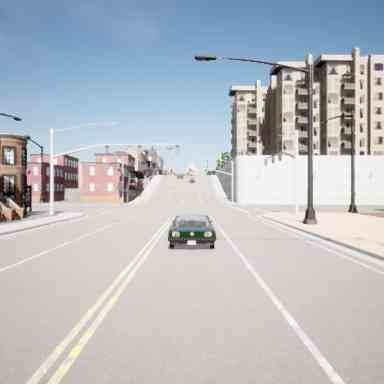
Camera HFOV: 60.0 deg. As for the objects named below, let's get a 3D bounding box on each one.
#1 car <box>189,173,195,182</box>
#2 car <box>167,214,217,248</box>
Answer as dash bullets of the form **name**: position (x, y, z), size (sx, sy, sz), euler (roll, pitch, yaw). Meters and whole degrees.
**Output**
- **car**: position (0.000, -3.637, 94.268), size (1.895, 1.301, 4.718), euler (0, 12, 0)
- **car**: position (0.000, 1.614, 14.680), size (1.895, 1.301, 4.718), euler (0, 0, 0)
